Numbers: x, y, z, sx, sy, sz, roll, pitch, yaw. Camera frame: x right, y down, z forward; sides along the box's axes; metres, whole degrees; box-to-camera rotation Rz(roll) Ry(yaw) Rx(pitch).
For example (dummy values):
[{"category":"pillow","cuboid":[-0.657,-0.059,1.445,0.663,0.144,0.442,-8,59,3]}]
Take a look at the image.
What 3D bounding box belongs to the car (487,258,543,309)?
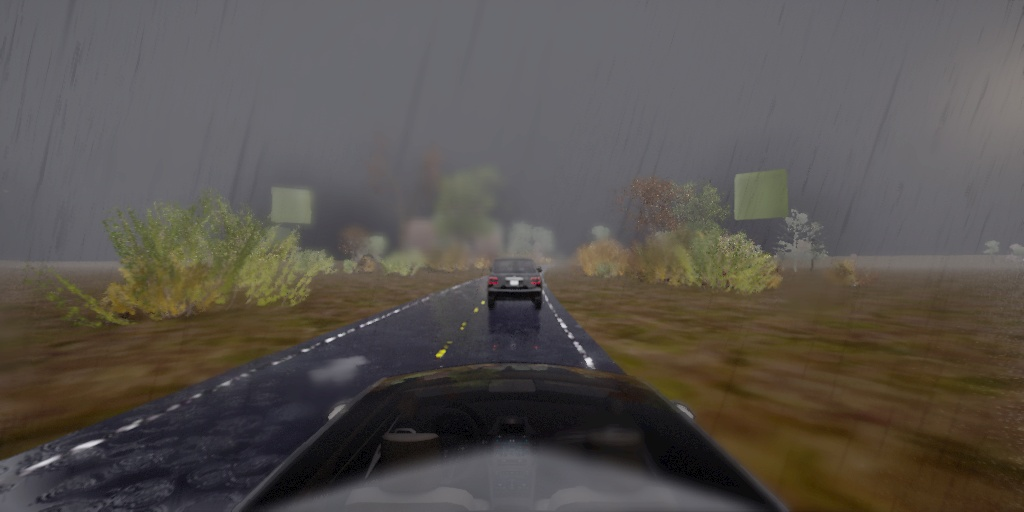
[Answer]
[{"category":"car","cuboid":[0.159,1.097,15.772,2.150,2.045,5.566,0,0,2]}]
